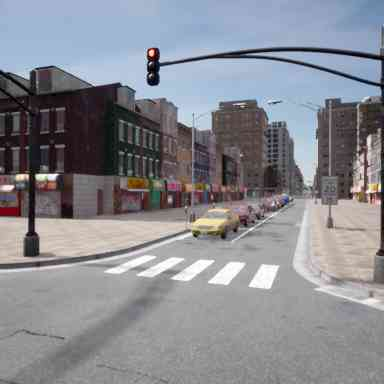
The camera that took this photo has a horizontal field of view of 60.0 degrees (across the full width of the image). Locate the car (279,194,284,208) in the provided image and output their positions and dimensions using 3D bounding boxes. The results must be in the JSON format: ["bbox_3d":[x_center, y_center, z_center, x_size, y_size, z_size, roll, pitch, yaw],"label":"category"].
[{"bbox_3d":[10.691,1.404,43.923,1.967,1.590,4.097,1,0,19],"label":"car"}]

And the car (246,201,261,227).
[{"bbox_3d":[3.250,1.505,22.772,1.887,1.381,4.507,1,0,19],"label":"car"}]

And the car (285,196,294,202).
[{"bbox_3d":[23.709,1.577,80.940,1.947,1.339,4.313,1,0,19],"label":"car"}]

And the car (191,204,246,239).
[{"bbox_3d":[1.334,1.488,17.325,1.752,1.417,4.829,1,0,19],"label":"car"}]

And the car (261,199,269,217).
[{"bbox_3d":[5.110,1.540,28.061,1.802,1.307,4.206,1,0,19],"label":"car"}]

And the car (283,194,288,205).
[{"bbox_3d":[12.552,1.283,49.211,2.192,1.841,5.009,1,0,19],"label":"car"}]

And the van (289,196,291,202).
[{"bbox_3d":[16.271,1.319,59.787,1.690,1.788,3.998,1,0,19],"label":"van"}]

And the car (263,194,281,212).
[{"bbox_3d":[8.831,1.401,38.636,1.967,1.590,4.097,1,0,19],"label":"car"}]
